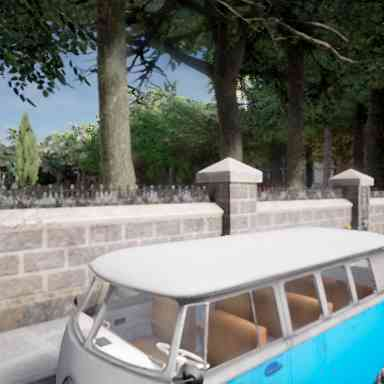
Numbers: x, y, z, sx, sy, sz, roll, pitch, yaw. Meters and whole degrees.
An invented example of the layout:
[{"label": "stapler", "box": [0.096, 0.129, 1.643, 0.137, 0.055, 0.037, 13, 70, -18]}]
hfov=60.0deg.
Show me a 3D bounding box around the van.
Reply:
[{"label": "van", "box": [0.722, 1.339, 3.335, 3.998, 1.788, 1.690, 0, 0, -40]}]
